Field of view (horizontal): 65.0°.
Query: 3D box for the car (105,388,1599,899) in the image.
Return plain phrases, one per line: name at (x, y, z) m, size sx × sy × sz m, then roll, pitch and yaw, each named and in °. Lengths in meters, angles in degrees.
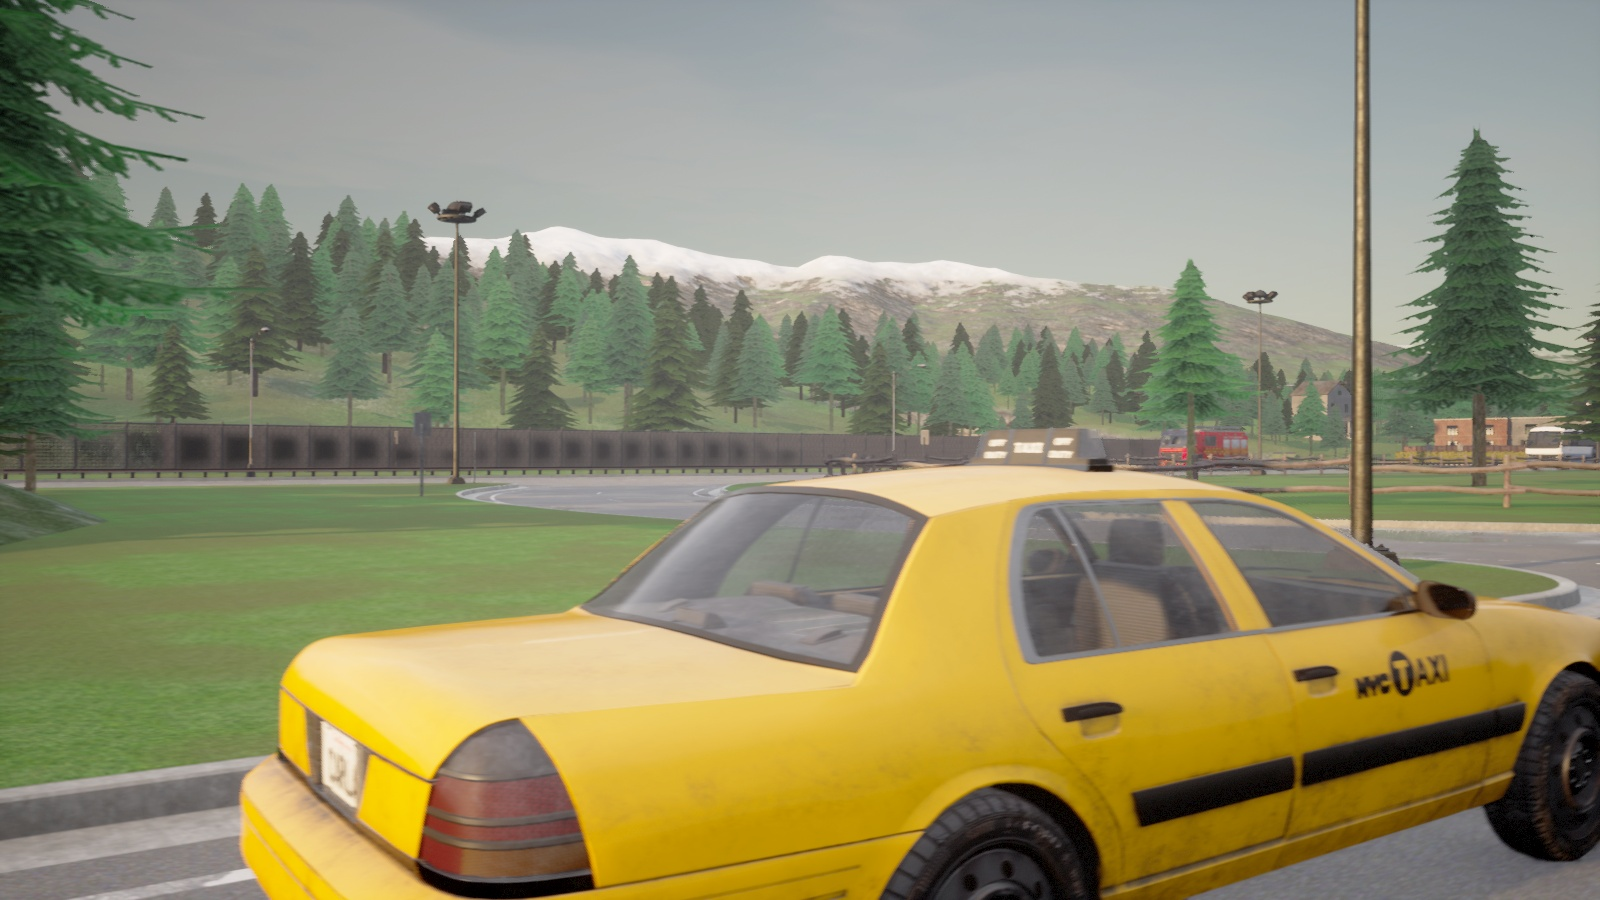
car at (0.817, 0.693, 4.227) m, size 5.366 × 1.575 × 1.801 m, roll 0°, pitch 0°, yaw -35°
